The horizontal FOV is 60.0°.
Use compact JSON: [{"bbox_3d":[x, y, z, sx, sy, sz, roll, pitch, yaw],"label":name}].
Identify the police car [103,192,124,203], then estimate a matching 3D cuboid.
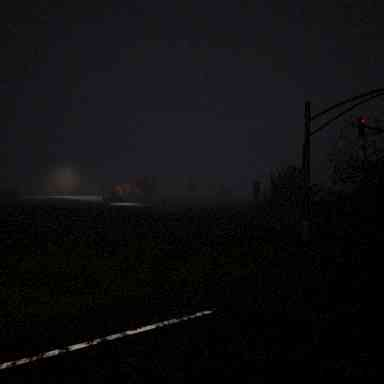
[{"bbox_3d":[-11.754,0.822,49.829,2.038,1.542,4.974,1,0,-32],"label":"police car"}]
